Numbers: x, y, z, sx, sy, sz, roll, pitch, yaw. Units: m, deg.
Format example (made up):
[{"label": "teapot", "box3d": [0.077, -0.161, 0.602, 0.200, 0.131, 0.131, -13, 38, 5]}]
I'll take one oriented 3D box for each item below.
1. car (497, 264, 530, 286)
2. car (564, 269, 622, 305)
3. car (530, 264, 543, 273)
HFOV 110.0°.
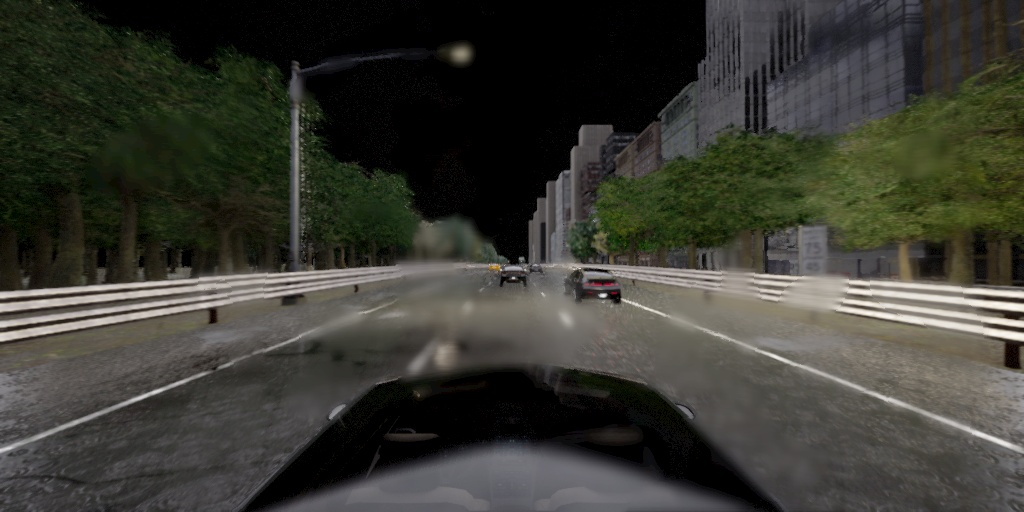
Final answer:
[{"label": "car", "box3d": [0.101, 1.395, 27.137, 1.882, 1.535, 5.008, 0, -1, 0]}, {"label": "car", "box3d": [3.602, 1.318, 16.567, 1.837, 1.490, 4.892, 0, 0, 0]}, {"label": "car", "box3d": [3.604, 1.878, 55.157, 1.812, 1.442, 4.674, 0, -1, 0]}]
